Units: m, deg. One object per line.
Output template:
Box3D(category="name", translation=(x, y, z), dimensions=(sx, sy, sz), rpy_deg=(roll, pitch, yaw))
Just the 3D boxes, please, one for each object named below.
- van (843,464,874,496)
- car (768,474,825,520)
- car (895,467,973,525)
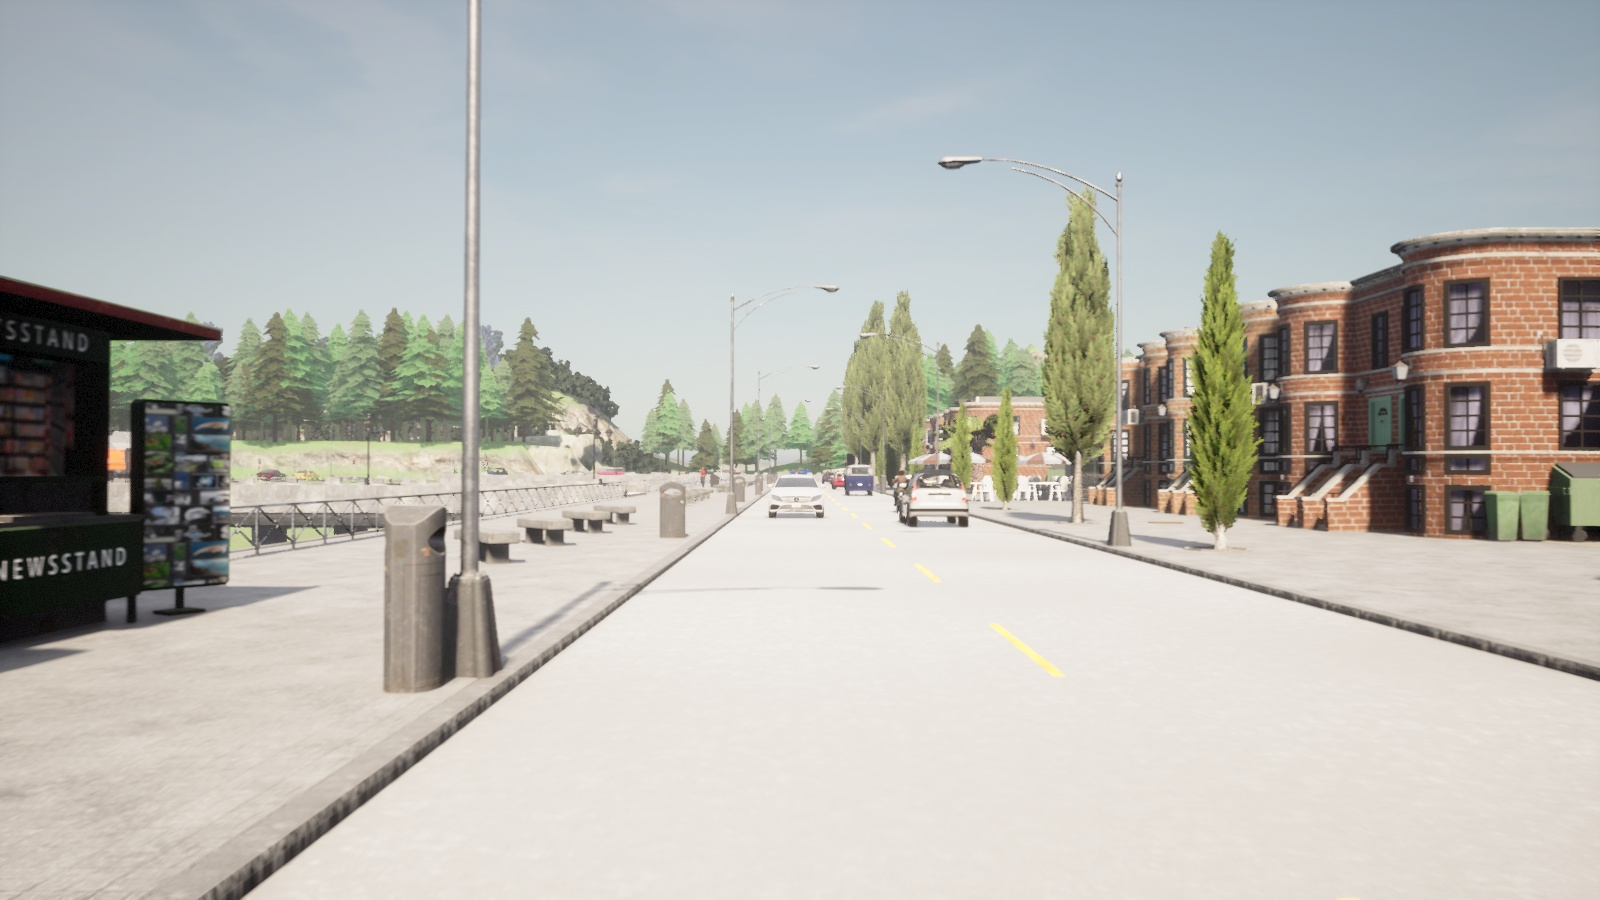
Box3D(category="van", translation=(3.787, 1.916, 81.437), dimensions=(1.775, 1.987, 4.442), rpy_deg=(0, -1, 0))
Box3D(category="car", translation=(-0.111, 1.556, 42.732), dimensions=(1.812, 1.442, 4.674), rpy_deg=(0, -1, 0))
Box3D(category="car", translation=(3.902, 1.319, 37.153), dimensions=(1.851, 1.617, 3.988), rpy_deg=(0, -1, 0))
